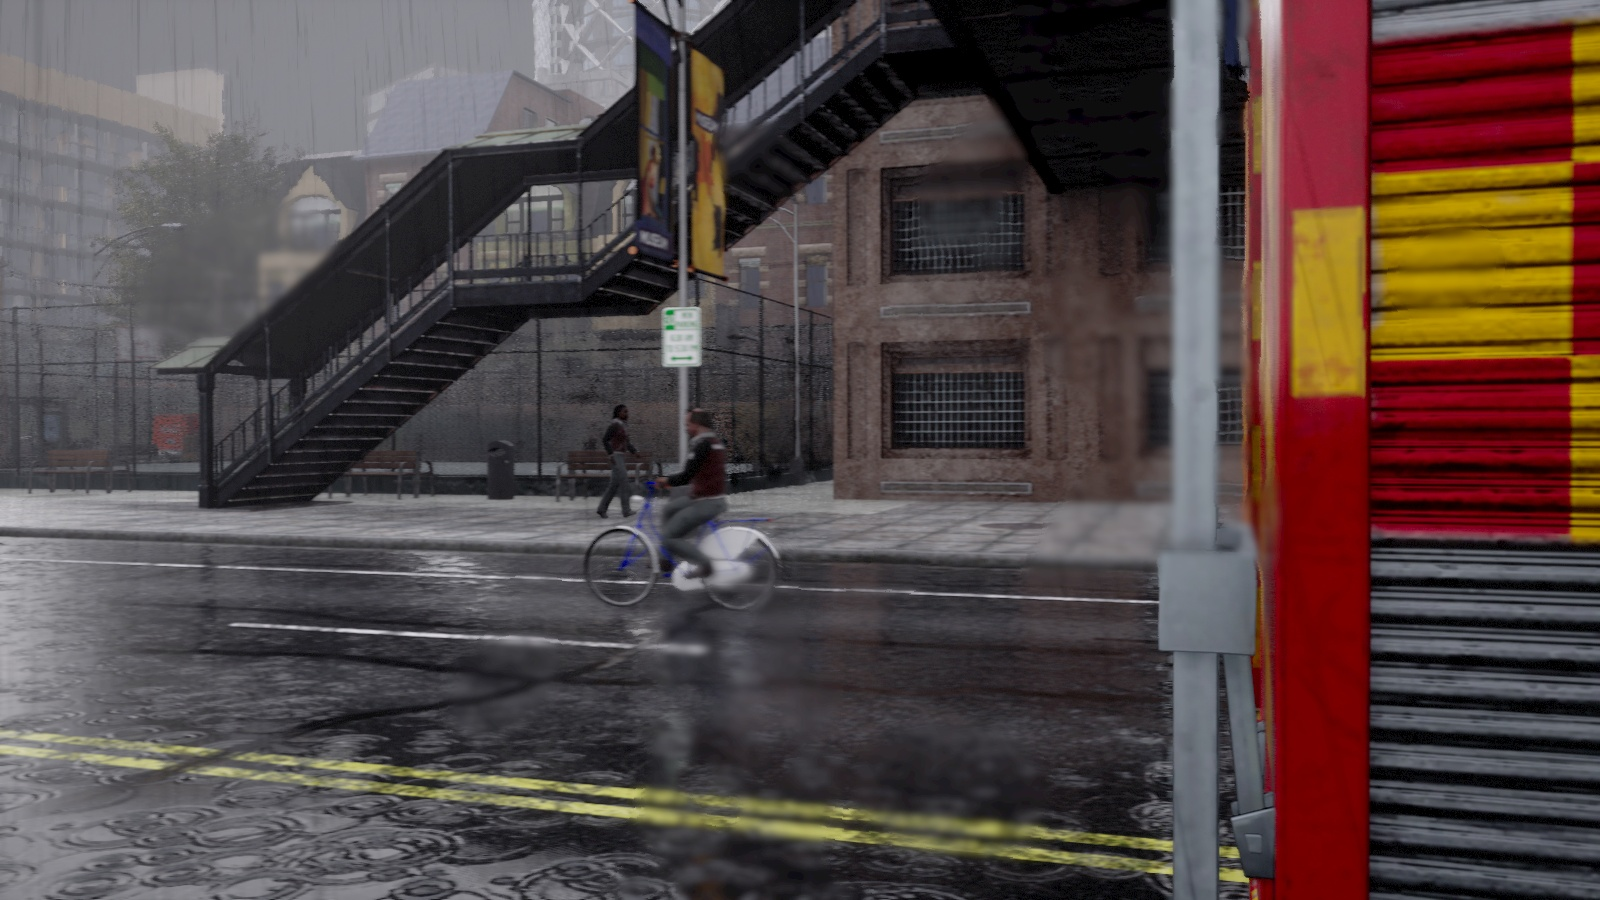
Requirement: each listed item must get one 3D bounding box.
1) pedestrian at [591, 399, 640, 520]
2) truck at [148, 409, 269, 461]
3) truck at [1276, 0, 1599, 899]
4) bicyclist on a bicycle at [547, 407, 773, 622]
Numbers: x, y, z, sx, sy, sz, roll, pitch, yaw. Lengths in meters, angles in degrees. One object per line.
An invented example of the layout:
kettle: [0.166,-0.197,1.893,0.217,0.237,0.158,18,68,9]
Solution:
pedestrian: [-2.971,0.147,20.214,0.666,1.930,0.402,0,1,15]
truck: [-29.336,-0.775,62.508,2.627,2.467,5.204,1,1,18]
truck: [5.143,-0.342,1.436,8.468,3.827,2.891,1,1,19]
bicyclist on a bicycle: [-1.220,0.516,10.971,1.843,1.776,0.659,1,1,18]
